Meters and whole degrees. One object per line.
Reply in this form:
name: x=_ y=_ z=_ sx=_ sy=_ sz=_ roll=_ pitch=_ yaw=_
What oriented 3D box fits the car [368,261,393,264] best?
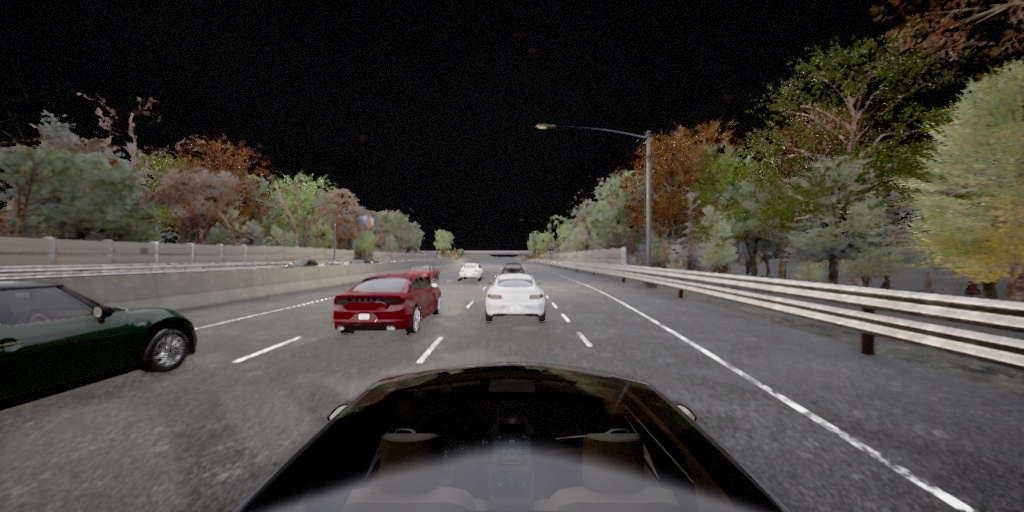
car: x=-17.573 y=1.448 z=49.890 sx=2.033 sy=1.411 sz=5.357 roll=0 pitch=0 yaw=0

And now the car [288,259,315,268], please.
car: x=-28.070 y=1.248 z=48.420 sx=2.097 sy=1.767 sz=4.553 roll=0 pitch=0 yaw=0

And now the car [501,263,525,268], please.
car: x=0.095 y=1.334 z=29.651 sx=1.837 sy=1.490 sz=4.892 roll=0 pitch=0 yaw=0

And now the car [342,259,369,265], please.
car: x=-21.074 y=1.252 z=49.606 sx=2.097 sy=1.767 sz=4.553 roll=0 pitch=0 yaw=0

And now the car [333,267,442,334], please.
car: x=-3.402 y=1.250 z=10.712 sx=1.882 sy=1.535 sz=5.008 roll=0 pitch=0 yaw=0

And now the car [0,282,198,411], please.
car: x=-6.903 y=1.109 z=4.761 sx=2.097 sy=1.767 sz=4.553 roll=0 pitch=0 yaw=0

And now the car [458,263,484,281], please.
car: x=-3.420 y=1.358 z=30.694 sx=1.812 sy=1.442 sz=4.674 roll=0 pitch=0 yaw=0

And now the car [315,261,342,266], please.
car: x=-24.572 y=1.500 z=49.368 sx=1.895 sy=1.301 sz=4.718 roll=0 pitch=0 yaw=0

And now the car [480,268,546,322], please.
car: x=0.098 y=1.302 z=12.251 sx=1.812 sy=1.442 sz=4.674 roll=0 pitch=0 yaw=0
